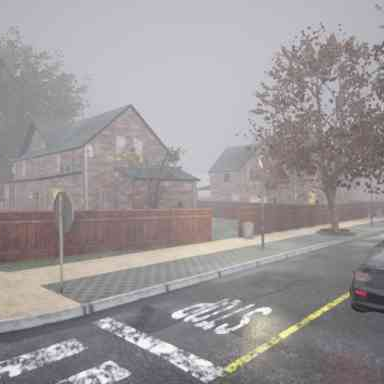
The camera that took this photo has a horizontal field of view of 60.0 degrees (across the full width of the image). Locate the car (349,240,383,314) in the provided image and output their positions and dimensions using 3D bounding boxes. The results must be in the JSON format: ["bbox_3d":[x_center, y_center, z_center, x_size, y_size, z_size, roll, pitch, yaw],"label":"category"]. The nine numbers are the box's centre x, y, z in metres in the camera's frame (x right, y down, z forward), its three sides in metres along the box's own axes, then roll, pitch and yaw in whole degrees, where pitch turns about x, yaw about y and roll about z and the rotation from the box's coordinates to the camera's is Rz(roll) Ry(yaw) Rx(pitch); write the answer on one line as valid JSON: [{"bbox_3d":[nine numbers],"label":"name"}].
[{"bbox_3d":[4.752,1.612,6.873,1.812,1.442,4.674,-1,-1,43],"label":"car"}]
